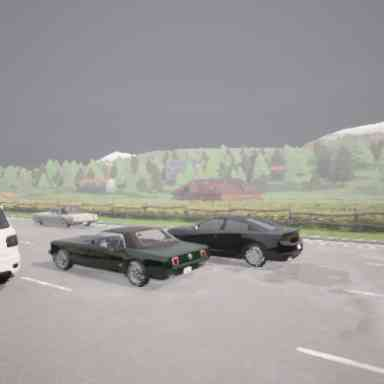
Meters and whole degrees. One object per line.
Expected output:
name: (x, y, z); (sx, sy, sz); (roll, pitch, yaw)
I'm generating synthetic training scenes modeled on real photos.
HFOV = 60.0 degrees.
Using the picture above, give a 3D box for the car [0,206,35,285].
car: (-6.547, 1.256, 8.248); (5.566, 2.045, 2.150); (0, 0, 34)

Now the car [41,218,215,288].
car: (-1.945, 1.629, 9.365); (4.718, 1.301, 1.895); (0, 0, 34)

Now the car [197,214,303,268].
car: (1.200, 1.505, 11.453); (5.008, 1.535, 1.882); (0, 0, 34)

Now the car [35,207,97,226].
car: (-8.596, 1.675, 22.285); (4.718, 1.301, 1.895); (0, 0, 34)
